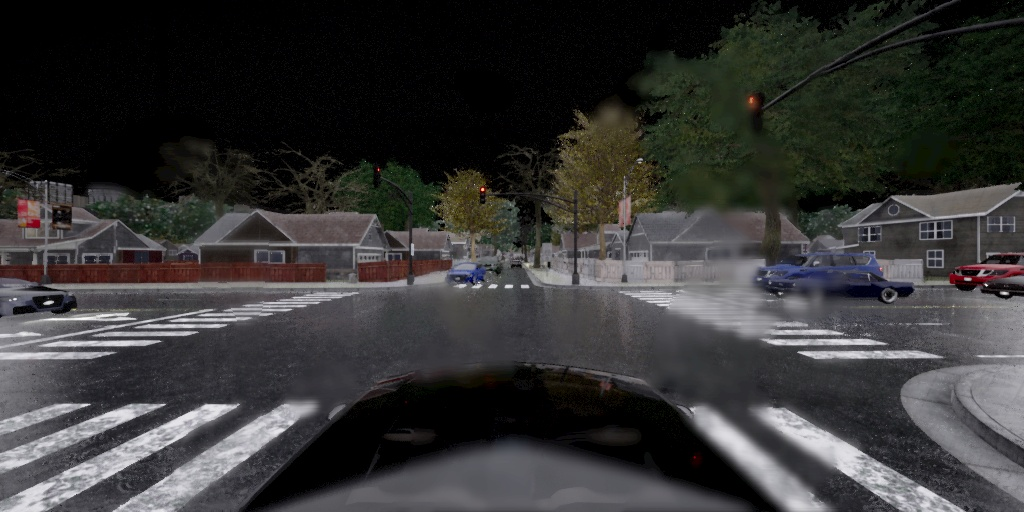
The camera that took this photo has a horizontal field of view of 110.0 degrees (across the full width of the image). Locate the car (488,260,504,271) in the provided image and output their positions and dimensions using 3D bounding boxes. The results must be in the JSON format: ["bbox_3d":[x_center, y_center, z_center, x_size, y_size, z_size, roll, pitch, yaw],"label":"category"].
[{"bbox_3d":[-2.235,1.330,51.942,2.033,1.411,5.357,0,0,1],"label":"car"}]

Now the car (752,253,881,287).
[{"bbox_3d":[15.485,0.868,18.291,5.566,2.045,2.150,0,0,1],"label":"car"}]

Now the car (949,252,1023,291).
[{"bbox_3d":[25.851,0.811,18.107,5.566,2.045,2.150,0,0,1],"label":"car"}]

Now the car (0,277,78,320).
[{"bbox_3d":[-17.591,1.410,12.124,4.181,1.385,1.994,0,0,1],"label":"car"}]

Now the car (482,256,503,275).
[{"bbox_3d":[-2.414,0.995,40.021,2.150,2.045,5.566,0,0,1],"label":"car"}]

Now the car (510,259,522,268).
[{"bbox_3d":[0.741,1.299,61.403,1.837,1.490,4.892,0,0,1],"label":"car"}]

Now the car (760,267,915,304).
[{"bbox_3d":[13.555,1.260,15.059,4.718,1.301,1.895,0,0,1],"label":"car"}]

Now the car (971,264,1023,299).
[{"bbox_3d":[23.205,1.153,14.903,5.357,1.411,2.033,0,0,1],"label":"car"}]

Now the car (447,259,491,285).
[{"bbox_3d":[-3.188,1.236,26.094,1.882,1.535,5.008,0,0,8],"label":"car"}]
